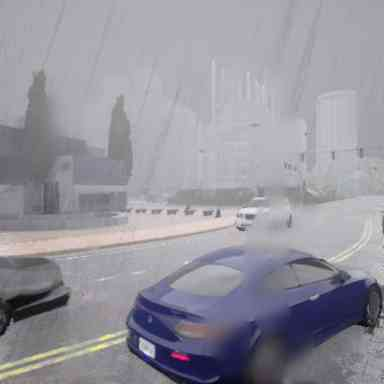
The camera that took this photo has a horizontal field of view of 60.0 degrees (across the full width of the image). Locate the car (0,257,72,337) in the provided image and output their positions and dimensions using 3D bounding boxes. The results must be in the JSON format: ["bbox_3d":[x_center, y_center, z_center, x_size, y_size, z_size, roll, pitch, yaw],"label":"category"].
[{"bbox_3d":[-4.695,1.605,4.959,5.357,1.411,2.033,0,0,-35],"label":"car"}]

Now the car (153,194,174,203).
[{"bbox_3d":[-6.904,1.884,81.121,1.970,1.475,3.806,-1,0,30],"label":"car"}]

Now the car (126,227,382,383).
[{"bbox_3d":[1.249,1.550,5.183,4.674,1.442,1.812,0,0,-41],"label":"car"}]

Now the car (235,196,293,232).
[{"bbox_3d":[4.583,1.309,20.360,2.150,2.045,5.566,0,0,31],"label":"car"}]

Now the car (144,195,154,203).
[{"bbox_3d":[-9.407,1.667,82.580,1.905,1.878,3.866,-1,0,30],"label":"car"}]

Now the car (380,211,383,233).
[{"bbox_3d":[12.028,1.529,19.104,2.128,1.511,4.902,-1,0,31],"label":"car"}]
